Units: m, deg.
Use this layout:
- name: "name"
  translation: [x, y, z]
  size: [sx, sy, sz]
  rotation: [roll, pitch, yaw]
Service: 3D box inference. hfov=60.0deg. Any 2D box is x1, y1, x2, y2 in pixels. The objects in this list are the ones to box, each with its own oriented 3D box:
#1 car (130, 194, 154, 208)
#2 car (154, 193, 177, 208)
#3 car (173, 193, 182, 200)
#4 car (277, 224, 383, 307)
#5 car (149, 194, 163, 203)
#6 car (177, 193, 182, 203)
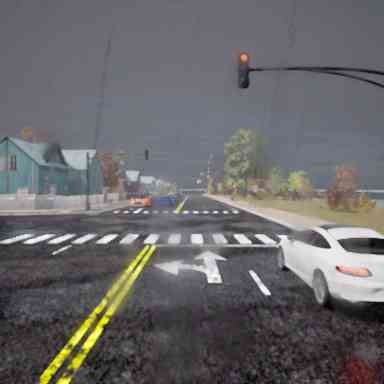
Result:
- name: "car"
  translation: [-6.575, 1.078, 42.528]
  size: [2.097, 1.767, 4.553]
  rotation: [0, 0, 0]
- name: "car"
  translation: [-3.327, 1.203, 42.554]
  size: [1.882, 1.535, 5.008]
  rotation: [0, 0, 0]
- name: "car"
  translation: [-3.230, 1.047, 73.858]
  size: [1.837, 1.490, 4.892]
  rotation: [0, 0, 0]
- name: "car"
  translation: [3.351, 1.471, 7.714]
  size: [1.812, 1.442, 4.674]
  rotation: [0, 0, 0]
- name: "car"
  translation: [-6.501, 1.171, 60.883]
  size: [2.033, 1.411, 5.357]
  rotation: [0, 0, 0]
- name: "car"
  translation: [-3.274, 1.123, 59.378]
  size: [2.128, 1.511, 4.902]
  rotation: [0, 0, 1]
